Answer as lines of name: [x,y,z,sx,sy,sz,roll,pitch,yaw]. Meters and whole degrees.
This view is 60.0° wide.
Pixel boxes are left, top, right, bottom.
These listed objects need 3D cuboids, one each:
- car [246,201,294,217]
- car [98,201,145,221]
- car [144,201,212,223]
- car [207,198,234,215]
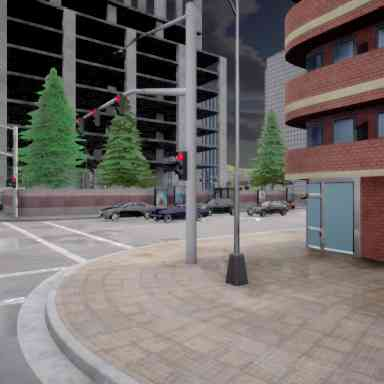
car: [7.364,1.581,32.248,4.674,1.442,1.812,0,0,-35]
car: [-5.283,1.547,27.608,4.902,1.511,2.128,0,0,-35]
car: [-1.021,1.656,26.332,4.718,1.301,1.895,0,0,-35]
car: [2.207,1.407,32.896,4.553,1.767,2.097,0,0,-35]
